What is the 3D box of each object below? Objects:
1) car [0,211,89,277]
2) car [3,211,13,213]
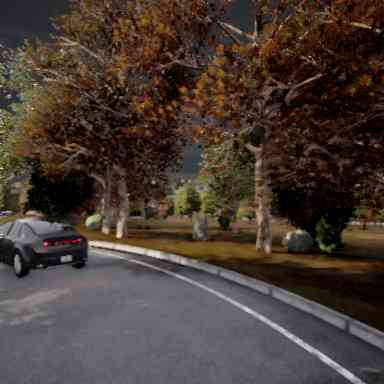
[{"bbox_3d":[-5.105,1.583,10.688,4.892,1.490,1.837,-1,0,45],"label":"car"},{"bbox_3d":[-34.078,4.206,61.682,1.812,1.442,4.674,-1,-5,-13],"label":"car"}]
